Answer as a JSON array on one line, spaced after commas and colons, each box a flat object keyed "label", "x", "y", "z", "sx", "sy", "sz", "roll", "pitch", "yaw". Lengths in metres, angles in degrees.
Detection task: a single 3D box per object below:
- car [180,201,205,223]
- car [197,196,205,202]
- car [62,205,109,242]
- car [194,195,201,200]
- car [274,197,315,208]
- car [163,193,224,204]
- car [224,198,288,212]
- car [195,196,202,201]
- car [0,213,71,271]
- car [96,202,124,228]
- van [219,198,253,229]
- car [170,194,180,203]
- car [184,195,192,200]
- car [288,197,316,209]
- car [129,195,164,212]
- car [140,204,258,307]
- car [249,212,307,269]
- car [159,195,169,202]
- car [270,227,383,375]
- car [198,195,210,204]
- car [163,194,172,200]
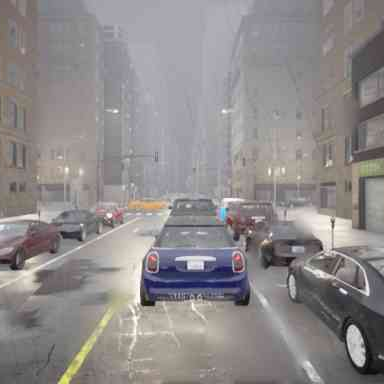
[{"label": "car", "x": 0.006, "y": 1.518, "z": 26.118, "sx": 1.812, "sy": 1.442, "sz": 4.674, "roll": 0, "pitch": 0, "yaw": -1}, {"label": "car", "x": 2.052, "y": 1.598, "z": 77.159, "sx": 1.802, "sy": 1.307, "sz": 4.206, "roll": 0, "pitch": 0, "yaw": -1}, {"label": "car", "x": -5.722, "y": 1.561, "z": 16.403, "sx": 1.947, "sy": 1.339, "sz": 4.313, "roll": 0, "pitch": 0, "yaw": 0}, {"label": "car", "x": 1.618, "y": 1.591, "z": 94.114, "sx": 1.887, "sy": 1.381, "sz": 4.507, "roll": 0, "pitch": 0, "yaw": -1}, {"label": "car", "x": 15.013, "y": 1.526, "z": 48.816, "sx": 5.357, "sy": 1.411, "sz": 2.033, "roll": 0, "pitch": 0, "yaw": -1}, {"label": "car", "x": 0.047, "y": 1.217, "z": 15.552, "sx": 2.150, "sy": 2.045, "sz": 5.566, "roll": 0, "pitch": 0, "yaw": 0}, {"label": "car", "x": 2.804, "y": 1.310, "z": 16.441, "sx": 2.192, "sy": 1.841, "sz": 5.009, "roll": 0, "pitch": 0, "yaw": 0}, {"label": "car", "x": 1.763, "y": 1.612, "z": 88.461, "sx": 1.802, "sy": 1.307, "sz": 4.206, "roll": 0, "pitch": 0, "yaw": -1}, {"label": "car", "x": -5.702, "y": 1.579, "z": 10.878, "sx": 1.802, "sy": 1.307, "sz": 4.206, "roll": 0, "pitch": 0, "yaw": 0}, {"label": "car", "x": -5.742, "y": 1.434, "z": 21.928, "sx": 1.967, "sy": 1.590, "sz": 4.097, "roll": 0, "pitch": 0, "yaw": 0}, {"label": "van", "x": 2.784, "y": 1.335, "z": 21.964, "sx": 1.690, "sy": 1.788, "sz": 3.998, "roll": 0, "pitch": 0, "yaw": 0}, {"label": "car", "x": -3.662, "y": 1.367, "z": 71.424, "sx": 2.097, "sy": 1.767, "sz": 4.553, "roll": 0, "pitch": 0, "yaw": -1}, {"label": "car", "x": -1.161, "y": 1.588, "z": 91.085, "sx": 1.994, "sy": 1.385, "sz": 4.181, "roll": 0, "pitch": 0, "yaw": -1}, {"label": "car", "x": 14.881, "y": 1.467, "z": 45.564, "sx": 4.902, "sy": 1.511, "sz": 2.128, "roll": 0, "pitch": 0, "yaw": -1}, {"label": "car", "x": -4.753, "y": 1.463, "z": 38.686, "sx": 5.008, "sy": 1.535, "sz": 1.882, "roll": 0, "pitch": 0, "yaw": -1}, {"label": "car", "x": 0.025, "y": 1.350, "z": 8.153, "sx": 2.097, "sy": 1.767, "sz": 4.553, "roll": 0, "pitch": 0, "yaw": -1}, {"label": "car", "x": 2.824, "y": 1.563, "z": 10.917, "sx": 1.947, "sy": 1.339, "sz": 4.313, "roll": 0, "pitch": 0, "yaw": 0}, {"label": "car", "x": -6.470, "y": 1.456, "z": 76.950, "sx": 1.967, "sy": 1.590, "sz": 4.097, "roll": 0, "pitch": 0, "yaw": -1}, {"label": "car", "x": 2.844, "y": 1.549, "z": 5.393, "sx": 2.008, "sy": 1.369, "sz": 4.403, "roll": 0, "pitch": 0, "yaw": 0}, {"label": "car", "x": 2.341, "y": 1.447, "z": 65.853, "sx": 1.967, "sy": 1.590, "sz": 4.097, "roll": 0, "pitch": 0, "yaw": -1}, {"label": "car", "x": -6.905, "y": 1.362, "z": 93.910, "sx": 2.192, "sy": 1.841, "sz": 5.009, "roll": 0, "pitch": 0, "yaw": -1}]
